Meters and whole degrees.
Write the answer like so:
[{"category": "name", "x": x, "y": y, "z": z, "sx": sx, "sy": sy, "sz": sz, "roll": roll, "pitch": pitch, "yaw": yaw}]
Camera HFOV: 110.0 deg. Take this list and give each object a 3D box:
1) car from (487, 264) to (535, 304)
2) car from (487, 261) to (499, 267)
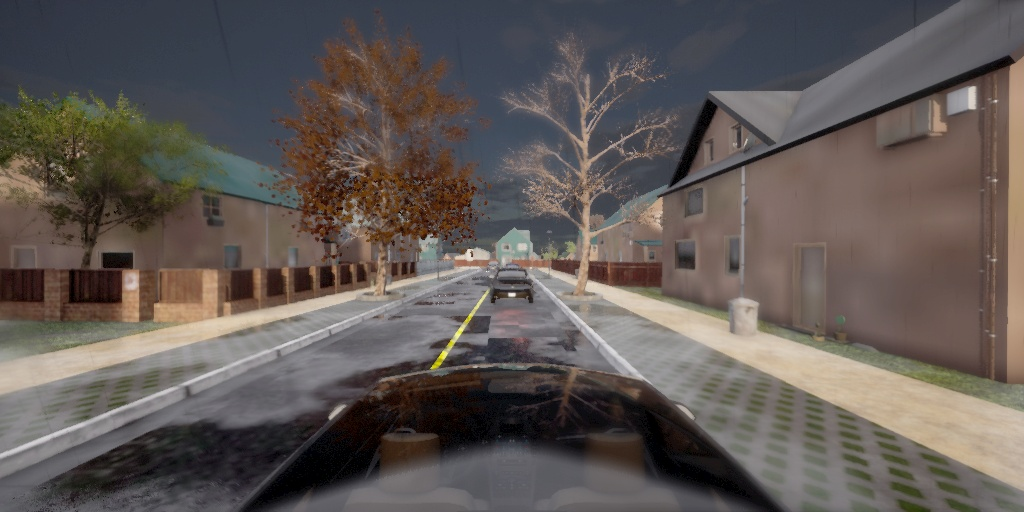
[{"category": "car", "x": 0.000, "y": 1.279, "z": 16.502, "sx": 1.837, "sy": 1.490, "sz": 4.892, "roll": 0, "pitch": 0, "yaw": 0}, {"category": "car", "x": -2.749, "y": 1.514, "z": 53.508, "sx": 1.812, "sy": 1.442, "sz": 4.674, "roll": 0, "pitch": 0, "yaw": 0}]
